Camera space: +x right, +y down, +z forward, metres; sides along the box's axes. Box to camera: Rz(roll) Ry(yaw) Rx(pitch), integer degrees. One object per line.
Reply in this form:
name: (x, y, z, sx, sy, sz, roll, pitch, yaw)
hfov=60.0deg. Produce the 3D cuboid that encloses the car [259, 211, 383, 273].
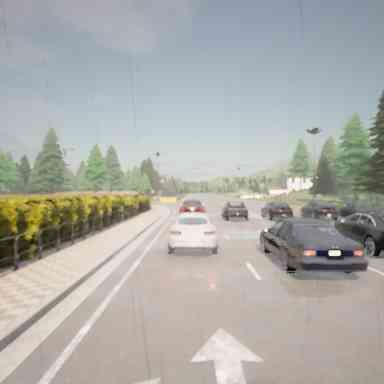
car: (3.521, 1.554, 10.672, 2.033, 1.411, 5.357, 0, 0, 0)

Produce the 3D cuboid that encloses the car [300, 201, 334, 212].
car: (10.542, 1.523, 27.880, 1.837, 1.490, 4.892, 0, 0, 1)

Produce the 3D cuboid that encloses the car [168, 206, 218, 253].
car: (0.048, 1.534, 13.517, 1.812, 1.442, 4.674, 0, 0, 0)

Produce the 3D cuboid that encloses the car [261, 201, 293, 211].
car: (7.042, 1.523, 27.874, 1.837, 1.490, 4.892, 0, 0, 1)

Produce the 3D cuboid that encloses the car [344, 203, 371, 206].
car: (14.047, 1.582, 28.295, 1.994, 1.385, 4.181, 0, 0, 1)

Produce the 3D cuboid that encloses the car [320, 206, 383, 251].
car: (7.044, 1.500, 12.845, 2.128, 1.511, 4.902, 0, 0, 1)

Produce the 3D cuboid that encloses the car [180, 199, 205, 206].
car: (0.042, 1.369, 27.761, 2.097, 1.767, 4.553, 0, 0, 1)

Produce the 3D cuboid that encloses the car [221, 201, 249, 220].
car: (3.542, 1.509, 27.846, 2.128, 1.511, 4.902, 0, 0, 1)
